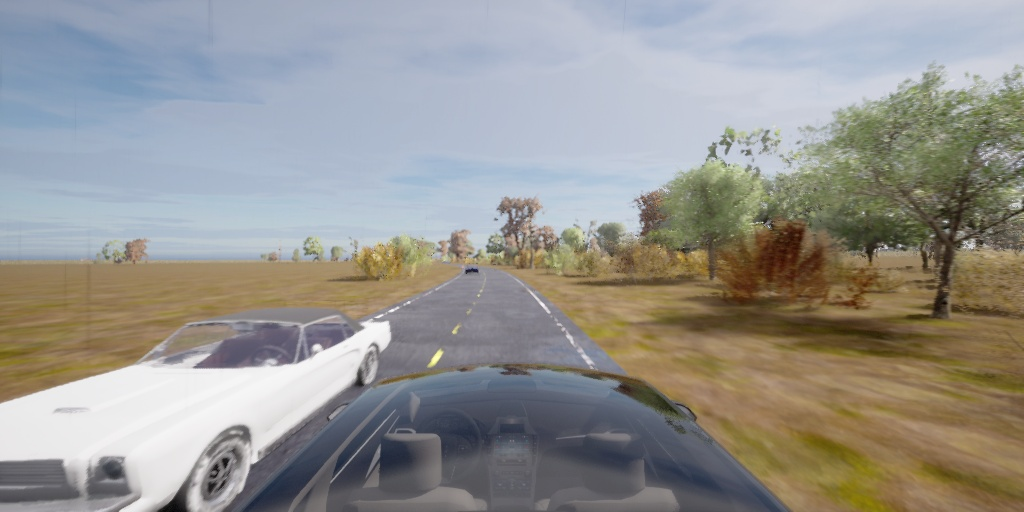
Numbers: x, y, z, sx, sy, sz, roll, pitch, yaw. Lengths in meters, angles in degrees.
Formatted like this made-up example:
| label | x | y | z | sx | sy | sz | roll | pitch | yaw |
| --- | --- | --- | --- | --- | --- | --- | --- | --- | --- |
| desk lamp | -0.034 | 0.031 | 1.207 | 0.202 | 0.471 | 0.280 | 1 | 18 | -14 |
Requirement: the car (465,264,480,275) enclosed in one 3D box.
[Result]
| label | x | y | z | sx | sy | sz | roll | pitch | yaw |
| --- | --- | --- | --- | --- | --- | --- | --- | --- | --- |
| car | -5.128 | 1.749 | 46.560 | 1.895 | 1.301 | 4.718 | 0 | -1 | -5 |

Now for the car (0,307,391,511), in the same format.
| label | x | y | z | sx | sy | sz | roll | pitch | yaw |
| --- | --- | --- | --- | --- | --- | --- | --- | --- | --- |
| car | -3.122 | 1.378 | 4.289 | 1.895 | 1.301 | 4.718 | 0 | 0 | 0 |
